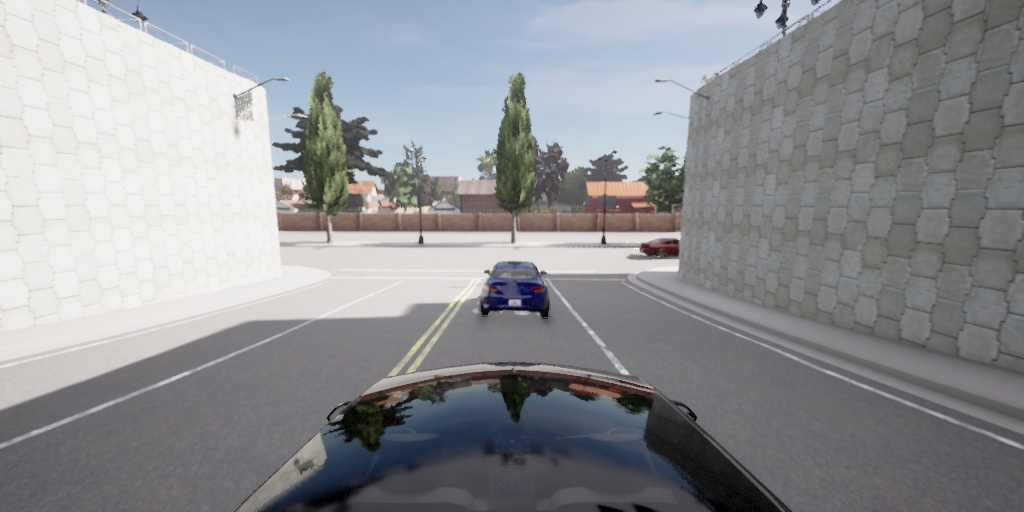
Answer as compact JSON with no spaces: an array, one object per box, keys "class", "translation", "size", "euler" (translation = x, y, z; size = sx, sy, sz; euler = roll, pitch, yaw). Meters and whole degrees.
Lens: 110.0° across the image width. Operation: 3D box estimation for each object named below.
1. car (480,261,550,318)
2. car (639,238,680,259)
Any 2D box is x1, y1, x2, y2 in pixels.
[{"class":"car","translation":[0.092,0.870,10.920],"size":[1.812,1.442,4.674],"euler":[1,2,0]},{"class":"car","translation":[11.702,-0.600,26.105],"size":[4.674,1.442,1.812],"euler":[0,8,-4]}]
